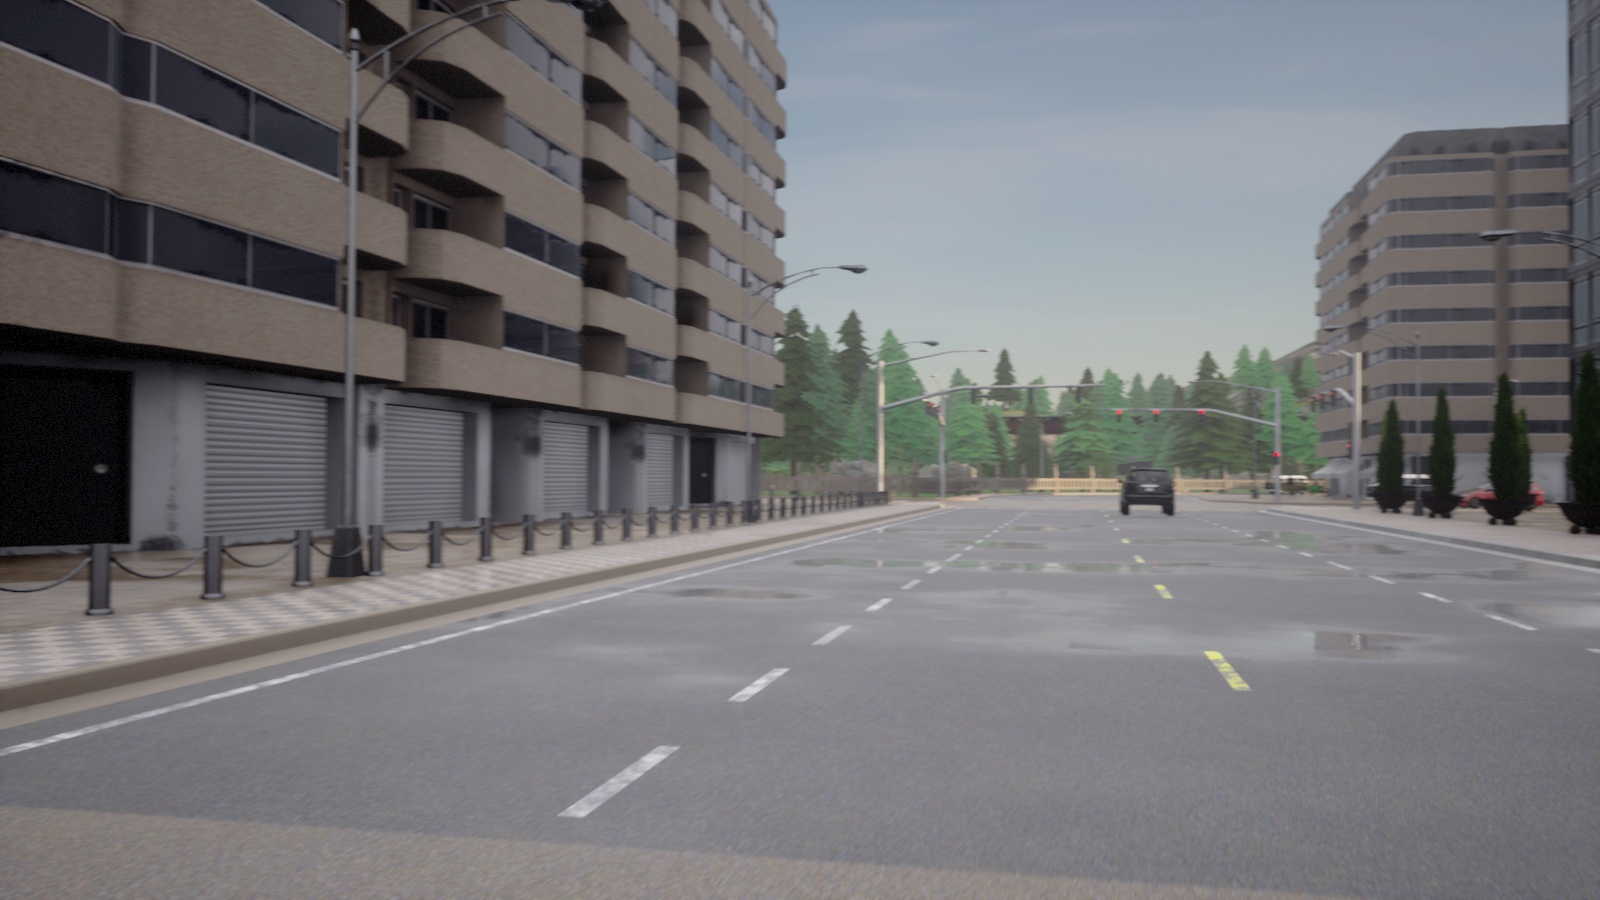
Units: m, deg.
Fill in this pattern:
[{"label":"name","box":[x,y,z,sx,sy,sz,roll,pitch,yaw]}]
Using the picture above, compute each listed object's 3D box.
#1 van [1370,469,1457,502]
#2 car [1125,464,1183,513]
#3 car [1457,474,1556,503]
[{"label":"van","box":[38.010,2.187,77.908,4.480,2.038,2.069,0,-1,12]},{"label":"car","box":[15.422,1.657,54.928,2.150,2.045,5.566,0,-1,13]},{"label":"car","box":[41.323,2.217,73.587,4.611,1.667,2.242,0,-1,13]}]
